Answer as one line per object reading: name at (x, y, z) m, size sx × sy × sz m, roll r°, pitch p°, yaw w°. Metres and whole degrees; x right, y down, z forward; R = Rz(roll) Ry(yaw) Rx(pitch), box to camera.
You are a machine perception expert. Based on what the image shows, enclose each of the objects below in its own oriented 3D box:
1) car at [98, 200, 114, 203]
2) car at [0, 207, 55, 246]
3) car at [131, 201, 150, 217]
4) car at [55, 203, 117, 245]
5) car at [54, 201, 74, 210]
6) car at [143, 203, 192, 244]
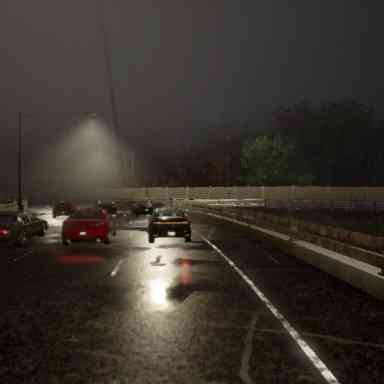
car at (-8.002, 1.493, 30.888) m, size 2.128 × 1.511 × 4.902 m, roll 0°, pitch 0°, yaw -16°
car at (-8.107, 1.561, 15.015) m, size 2.033 × 1.411 × 5.357 m, roll 0°, pitch 0°, yaw -8°
car at (-4.644, 1.571, 31.876) m, size 1.994 × 1.385 × 4.181 m, roll 0°, pitch 0°, yaw -16°
car at (-4.644, 1.483, 15.516) m, size 1.882 × 1.535 × 5.008 m, roll 0°, pitch 0°, yaw -8°
car at (-11.359, 1.531, 29.900) m, size 1.812 × 1.442 × 4.674 m, roll 0°, pitch 0°, yaw -16°
car at (-1.180, 1.493, 16.018) m, size 2.128 × 1.511 × 4.902 m, roll 0°, pitch 0°, yaw -8°
